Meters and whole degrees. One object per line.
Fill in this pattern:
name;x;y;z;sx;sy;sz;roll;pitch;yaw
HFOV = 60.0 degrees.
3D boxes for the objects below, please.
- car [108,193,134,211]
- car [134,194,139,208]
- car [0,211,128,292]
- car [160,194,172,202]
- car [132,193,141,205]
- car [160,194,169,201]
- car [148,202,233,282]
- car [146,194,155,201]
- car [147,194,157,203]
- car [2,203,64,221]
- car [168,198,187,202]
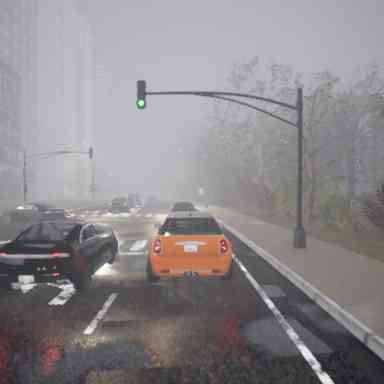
car;-8.206;1.344;37.883;2.097;1.767;4.553;0;0;-5
car;-9.081;1.488;47.800;1.837;1.490;4.892;0;0;-6
car;-3.300;1.492;8.956;2.128;1.511;4.902;0;0;-1
car;-5.173;1.544;70.210;1.895;1.301;4.718;0;0;-9
car;-10.117;1.193;58.112;2.150;2.045;5.566;0;0;-6
car;-6.710;1.297;80.190;1.812;1.442;4.674;0;0;-9
car;-0.078;1.352;9.961;2.097;1.767;4.553;0;0;-1
car;-9.920;1.254;79.680;1.882;1.535;5.008;0;0;-9
car;-8.329;1.431;69.341;1.882;1.535;5.008;0;0;-8
car;-10.774;1.493;22.561;4.902;1.511;2.128;0;-1;29
car;-0.710;1.473;26.400;1.882;1.535;5.008;0;0;-3
